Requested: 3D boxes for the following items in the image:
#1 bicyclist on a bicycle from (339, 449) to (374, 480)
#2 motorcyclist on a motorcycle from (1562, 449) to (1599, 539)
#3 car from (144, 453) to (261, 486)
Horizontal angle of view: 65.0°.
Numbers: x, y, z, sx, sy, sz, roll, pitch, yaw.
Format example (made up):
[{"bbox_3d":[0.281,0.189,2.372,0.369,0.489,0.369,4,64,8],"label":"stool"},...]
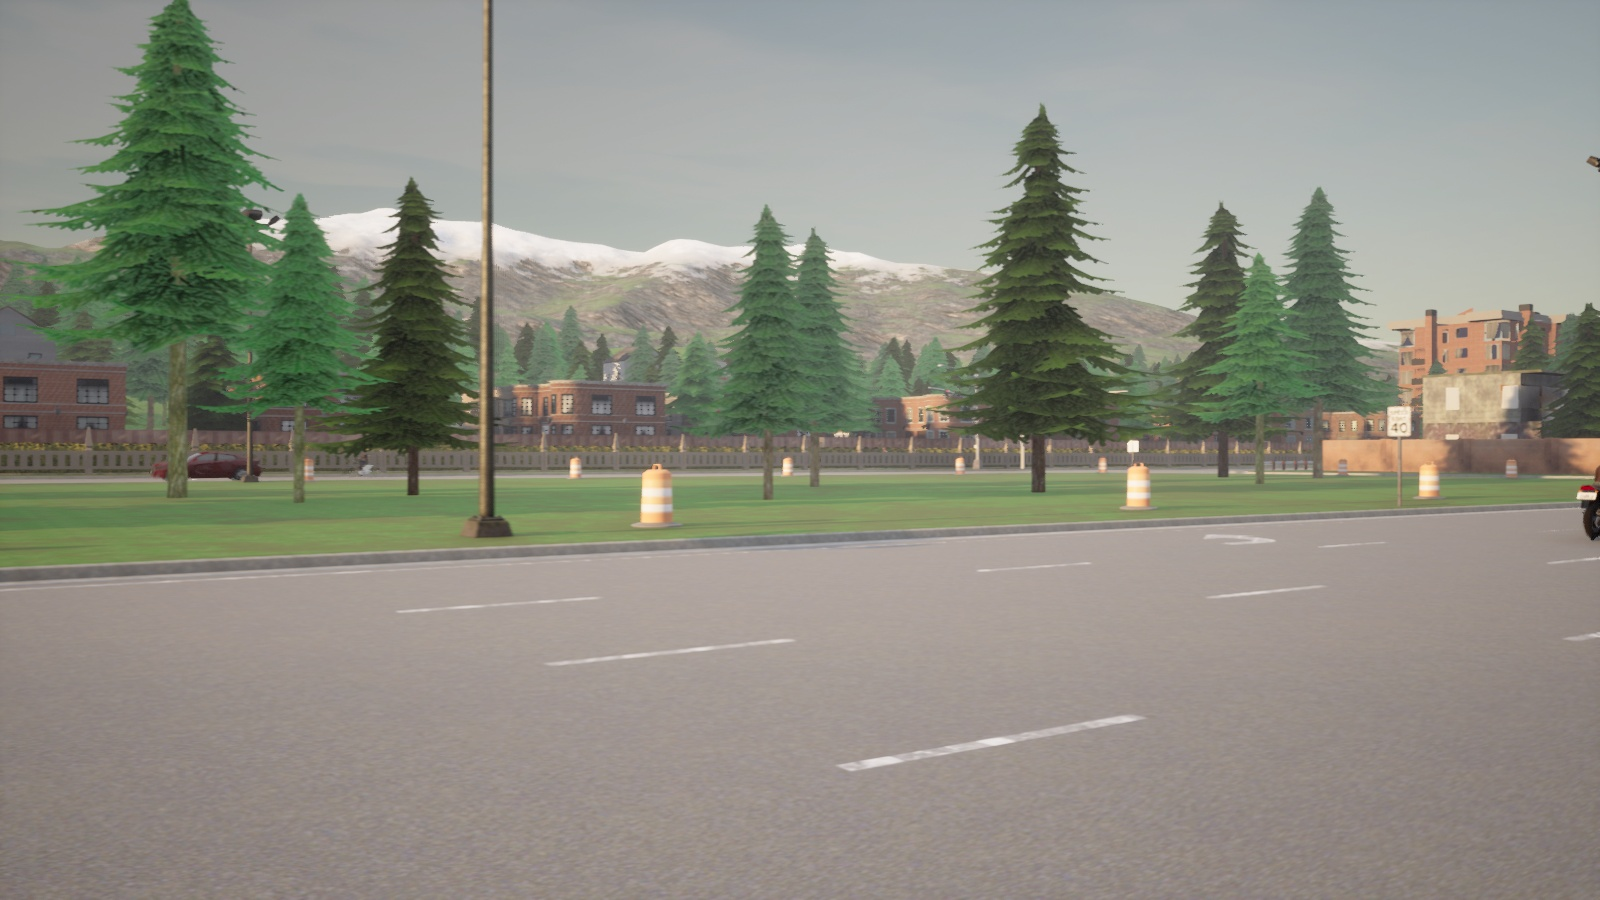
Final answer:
[{"bbox_3d":[-25.923,0.850,73.419,1.843,1.776,0.659,0,0,-35],"label":"bicyclist on a bicycle"},{"bbox_3d":[14.386,0.751,22.201,2.044,1.523,0.797,0,0,-35],"label":"motorcyclist on a motorcycle"},{"bbox_3d":[-29.608,0.938,62.294,5.008,1.535,1.882,0,0,-35],"label":"car"}]
